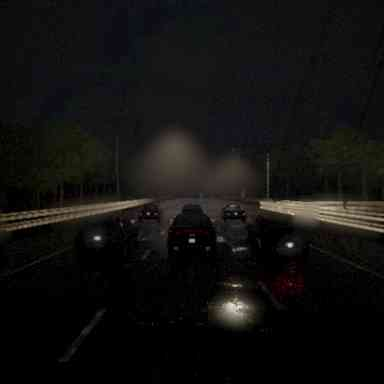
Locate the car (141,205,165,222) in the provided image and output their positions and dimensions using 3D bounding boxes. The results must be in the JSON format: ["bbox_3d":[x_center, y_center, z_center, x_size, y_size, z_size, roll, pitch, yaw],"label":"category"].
[{"bbox_3d":[-3.488,1.816,28.999,2.033,1.411,5.357,0,0,0],"label":"car"}]

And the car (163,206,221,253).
[{"bbox_3d":[0.013,1.615,14.470,1.882,1.535,5.008,0,0,0],"label":"car"}]

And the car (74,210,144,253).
[{"bbox_3d":[-3.490,1.700,14.299,1.994,1.385,4.181,0,0,0],"label":"car"}]

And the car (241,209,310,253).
[{"bbox_3d":[3.510,1.645,14.307,1.837,1.490,4.892,0,0,0],"label":"car"}]

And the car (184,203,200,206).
[{"bbox_3d":[0.019,1.750,29.492,1.882,1.535,5.008,0,0,0],"label":"car"}]

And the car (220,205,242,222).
[{"bbox_3d":[3.512,1.816,28.996,2.033,1.411,5.357,0,0,0],"label":"car"}]
